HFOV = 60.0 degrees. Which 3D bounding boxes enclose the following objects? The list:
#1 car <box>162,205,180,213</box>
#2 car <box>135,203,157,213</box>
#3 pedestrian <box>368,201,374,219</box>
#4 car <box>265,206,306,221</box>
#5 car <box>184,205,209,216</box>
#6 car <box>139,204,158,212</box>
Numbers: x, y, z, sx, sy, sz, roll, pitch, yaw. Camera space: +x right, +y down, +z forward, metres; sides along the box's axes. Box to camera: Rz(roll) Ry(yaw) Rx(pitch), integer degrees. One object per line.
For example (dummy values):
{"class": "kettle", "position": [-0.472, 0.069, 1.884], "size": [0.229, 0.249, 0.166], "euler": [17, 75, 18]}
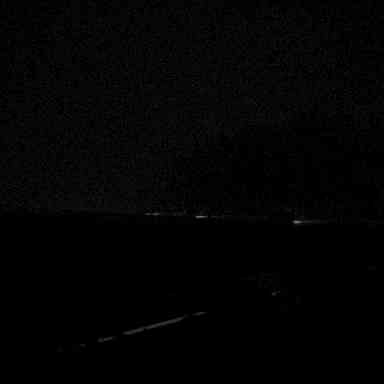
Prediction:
{"class": "car", "position": [-3.880, 3.259, 62.847], "size": [1.812, 1.442, 4.674], "euler": [1, -2, -33]}
{"class": "car", "position": [-9.080, 3.102, 64.405], "size": [2.150, 2.045, 5.566], "euler": [1, -2, -33]}
{"class": "pedestrian", "position": [18.937, 1.897, 35.302], "size": [0.375, 1.860, 0.375], "euler": [-2, 1, -33]}
{"class": "car", "position": [9.819, 2.243, 35.353], "size": [1.812, 1.442, 4.674], "euler": [1, -2, -33]}
{"class": "car", "position": [0.622, 2.784, 49.409], "size": [1.837, 1.490, 4.892], "euler": [1, -2, -33]}
{"class": "car", "position": [-9.361, 3.333, 71.223], "size": [1.882, 1.535, 5.008], "euler": [1, -2, -33]}
